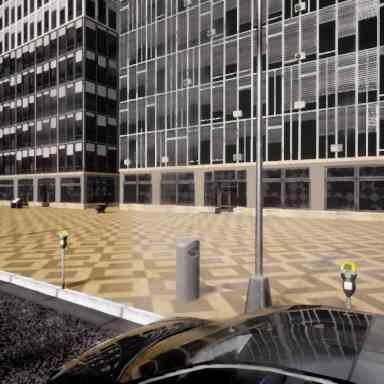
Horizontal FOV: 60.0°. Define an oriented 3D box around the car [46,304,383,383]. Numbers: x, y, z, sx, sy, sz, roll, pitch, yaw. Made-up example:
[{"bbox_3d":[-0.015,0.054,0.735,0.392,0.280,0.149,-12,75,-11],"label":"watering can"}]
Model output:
[{"bbox_3d":[0.735,1.566,2.345,4.313,1.339,1.947,0,0,35],"label":"car"}]
